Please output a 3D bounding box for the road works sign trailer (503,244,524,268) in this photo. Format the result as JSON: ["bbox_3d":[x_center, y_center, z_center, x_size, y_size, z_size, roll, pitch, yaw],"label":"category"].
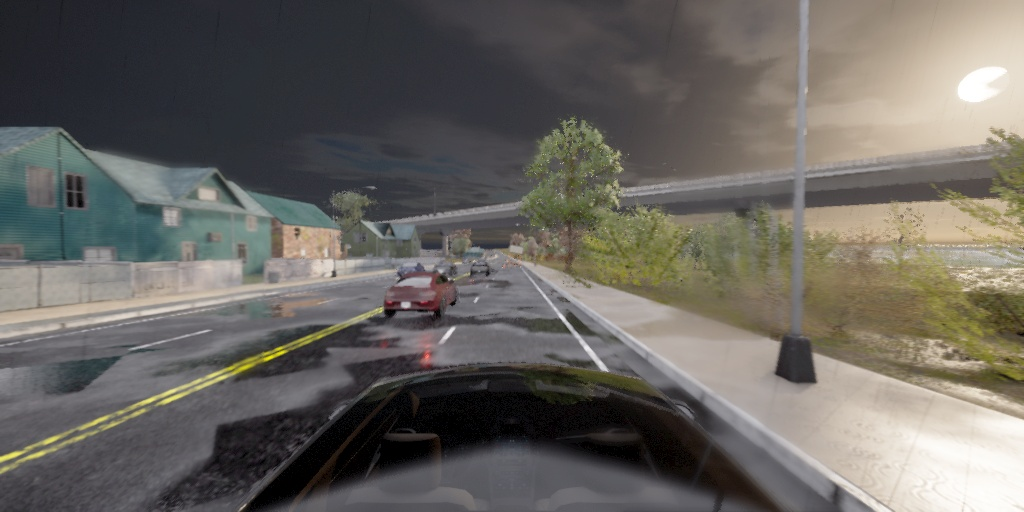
[{"bbox_3d":[0.164,-0.057,56.101,2.380,3.560,2.880,0,0,4],"label":"road works sign trailer"}]

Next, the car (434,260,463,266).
[{"bbox_3d":[-6.570,1.255,35.597,2.128,1.511,4.902,0,0,0],"label":"car"}]

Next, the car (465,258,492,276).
[{"bbox_3d":[-3.148,1.256,36.762,2.128,1.511,4.902,0,0,0],"label":"car"}]

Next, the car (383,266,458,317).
[{"bbox_3d":[-3.151,1.275,12.961,1.812,1.442,4.674,0,0,0],"label":"car"}]

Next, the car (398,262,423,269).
[{"bbox_3d":[-9.821,1.287,35.284,1.812,1.442,4.674,0,0,0],"label":"car"}]
